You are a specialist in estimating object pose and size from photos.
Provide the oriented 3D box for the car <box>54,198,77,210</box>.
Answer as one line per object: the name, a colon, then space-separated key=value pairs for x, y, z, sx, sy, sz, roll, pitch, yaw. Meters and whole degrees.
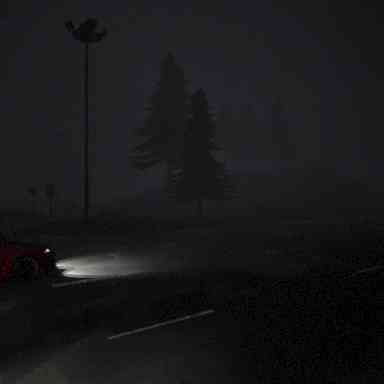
car: x=-16.251 y=1.529 z=42.629 sx=1.812 sy=1.442 sz=4.674 roll=1 pitch=0 yaw=-36

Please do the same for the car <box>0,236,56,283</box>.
car: x=-5.679 y=1.564 z=8.294 sx=4.181 sy=1.385 sz=1.994 roll=0 pitch=0 yaw=-35
